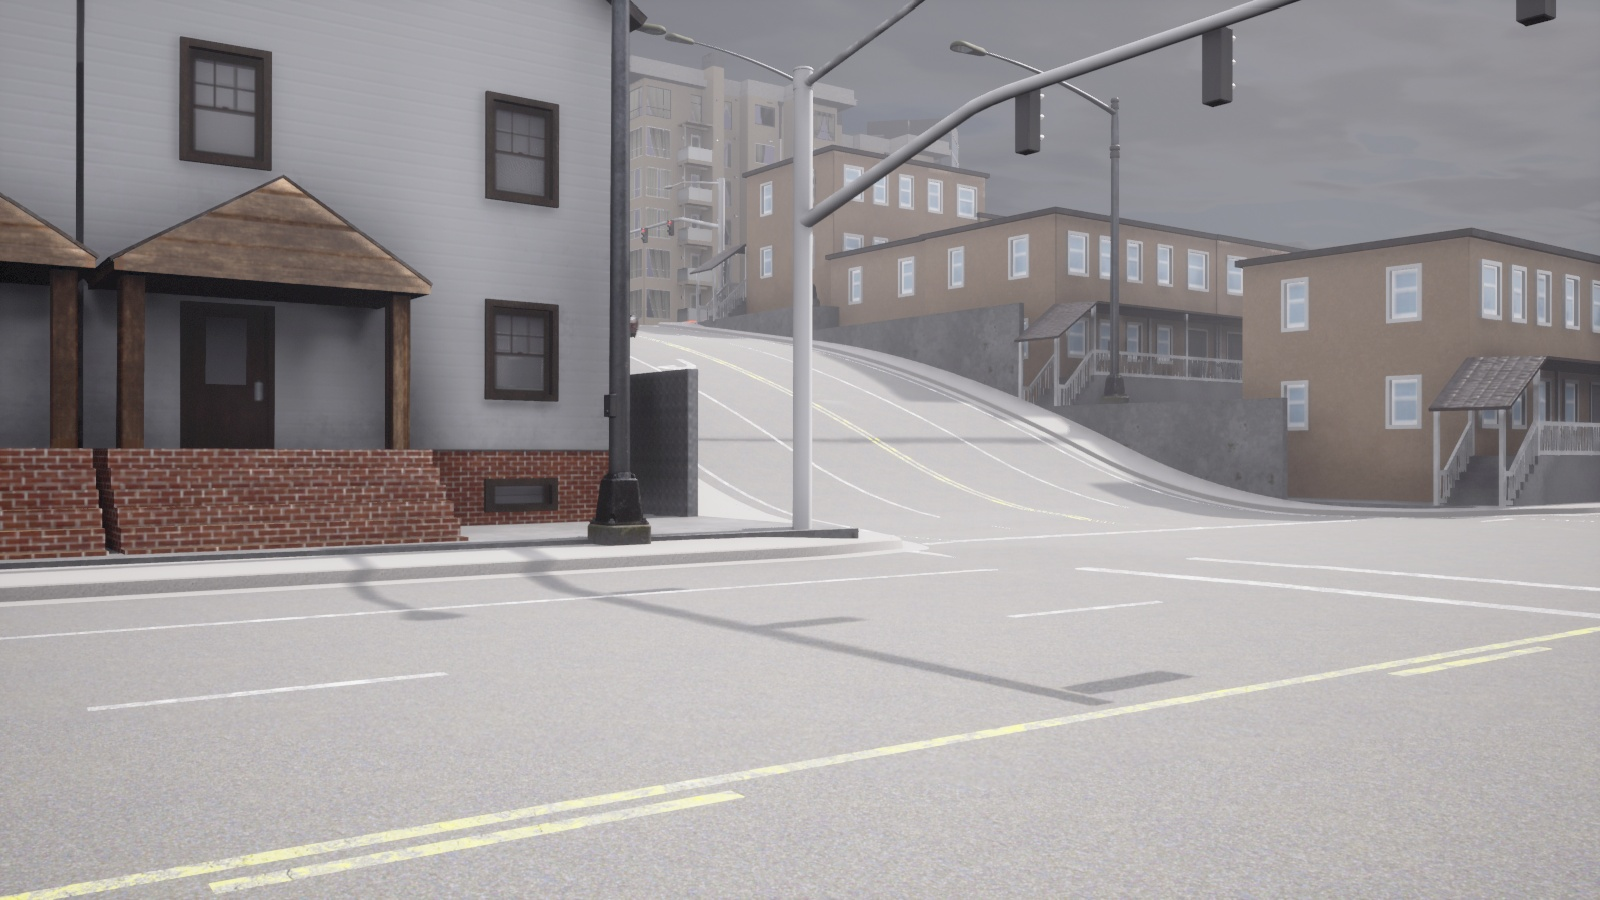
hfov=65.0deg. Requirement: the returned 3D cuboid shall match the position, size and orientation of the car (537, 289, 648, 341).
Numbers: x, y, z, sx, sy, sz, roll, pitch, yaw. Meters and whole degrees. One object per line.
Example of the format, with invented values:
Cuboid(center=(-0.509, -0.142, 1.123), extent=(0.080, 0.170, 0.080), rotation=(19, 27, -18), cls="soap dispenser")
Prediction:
Cuboid(center=(-7.820, -5.070, 46.916), extent=(2.163, 1.488, 4.792), rotation=(0, 9, -35), cls="car")
